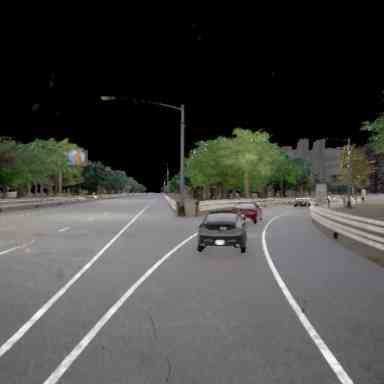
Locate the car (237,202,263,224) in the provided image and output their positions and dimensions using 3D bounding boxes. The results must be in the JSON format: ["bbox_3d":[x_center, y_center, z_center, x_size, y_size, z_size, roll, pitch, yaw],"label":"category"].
[{"bbox_3d":[4.285,1.524,25.538,1.882,1.535,5.008,0,0,18],"label":"car"}]

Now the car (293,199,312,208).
[{"bbox_3d":[16.906,1.674,50.002,1.895,1.301,4.718,0,0,37],"label":"car"}]

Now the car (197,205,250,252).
[{"bbox_3d":[1.385,1.517,14.036,1.837,1.490,4.892,0,0,10],"label":"car"}]
